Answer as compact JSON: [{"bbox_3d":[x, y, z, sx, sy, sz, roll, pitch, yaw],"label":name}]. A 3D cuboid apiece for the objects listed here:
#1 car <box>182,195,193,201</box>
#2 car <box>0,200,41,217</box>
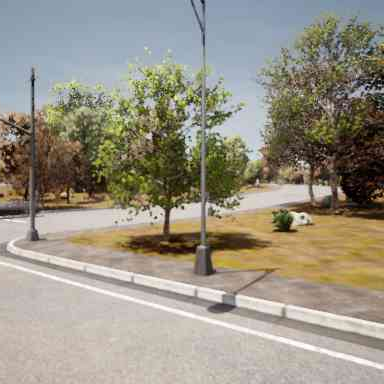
[{"bbox_3d":[0.116,0.919,48.286,1.895,1.301,4.718,0,3,39],"label":"car"},{"bbox_3d":[-15.575,1.484,28.543,2.128,1.511,4.902,0,0,38],"label":"car"}]
